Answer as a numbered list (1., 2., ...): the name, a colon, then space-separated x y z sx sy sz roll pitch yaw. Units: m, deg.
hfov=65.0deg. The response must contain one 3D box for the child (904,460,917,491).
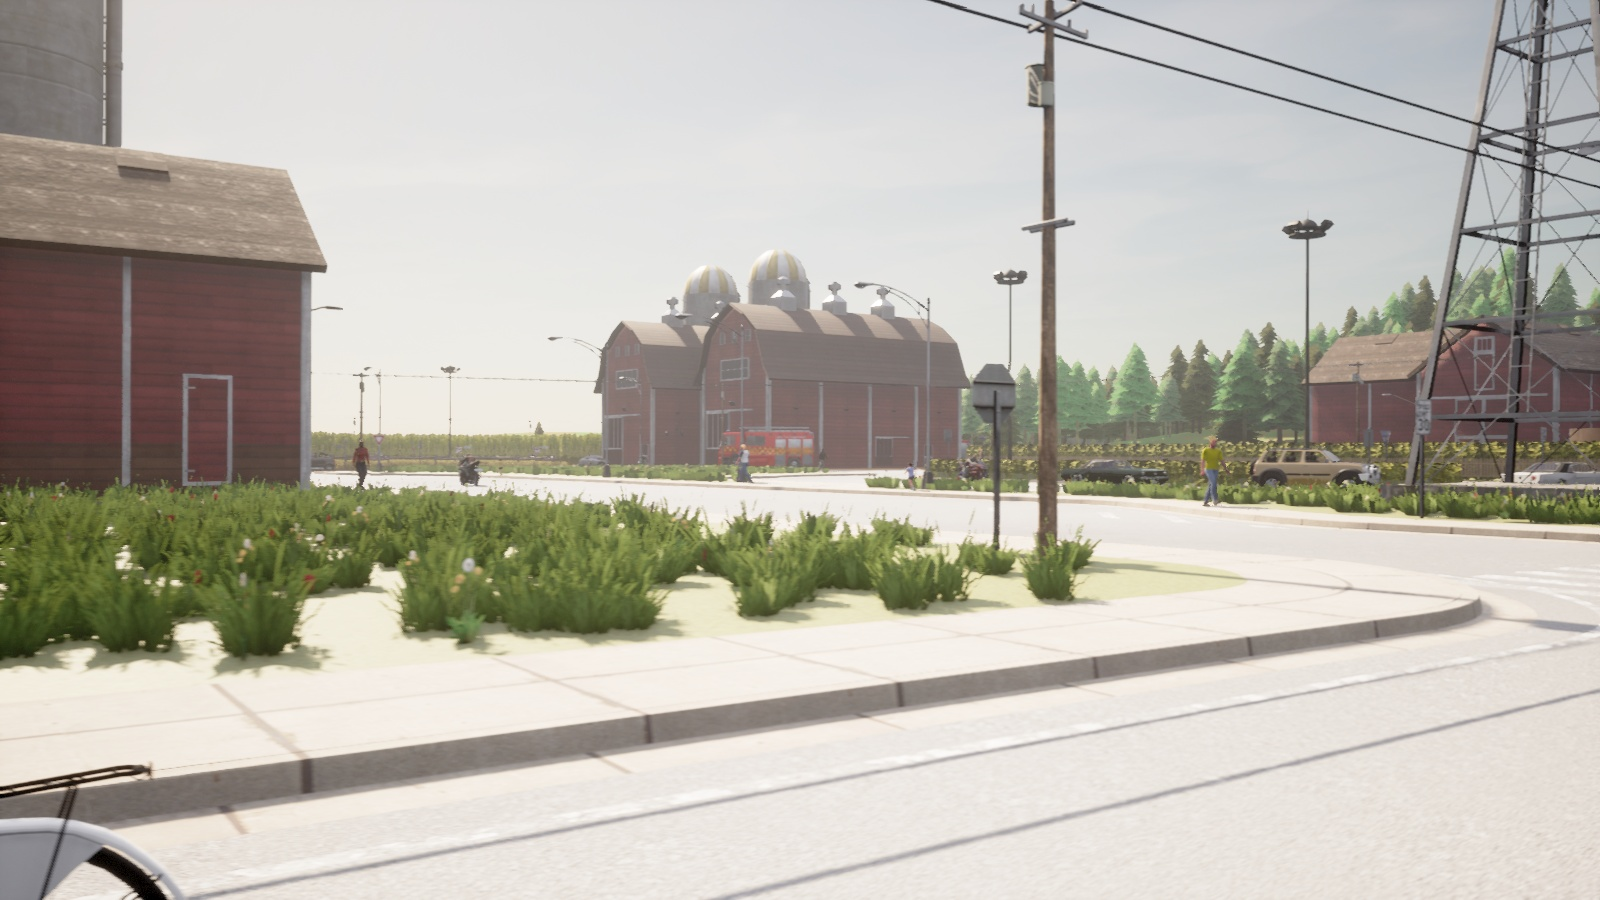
1. child: 4.034 0.929 45.880 0.255 1.110 0.394 0 0 -38

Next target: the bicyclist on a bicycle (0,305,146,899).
1. bicyclist on a bicycle: -2.199 0.624 2.140 1.843 1.776 0.659 0 0 -35

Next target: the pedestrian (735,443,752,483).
1. pedestrian: -2.584 0.591 57.216 0.706 1.836 0.354 0 0 33

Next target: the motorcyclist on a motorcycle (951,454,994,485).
1. motorcyclist on a motorcycle: 8.611 0.981 62.680 0.866 1.530 2.191 0 0 -36

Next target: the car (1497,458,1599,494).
1. car: 29.097 0.978 47.628 4.718 1.301 1.895 0 0 -17

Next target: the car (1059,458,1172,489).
1. car: 13.836 1.017 55.344 1.895 1.301 4.718 0 0 -35

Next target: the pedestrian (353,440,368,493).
1. pedestrian: -15.416 0.560 44.038 0.331 1.846 0.636 0 0 -35

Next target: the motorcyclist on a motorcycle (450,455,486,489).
1. motorcyclist on a motorcycle: -15.141 0.983 57.240 0.866 1.530 2.191 0 0 -36

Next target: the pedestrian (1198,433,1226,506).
1. pedestrian: 10.617 0.498 32.369 0.354 1.836 0.706 0 0 -15

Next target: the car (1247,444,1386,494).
1. car: 19.922 0.706 48.555 4.605 1.855 1.932 0 0 38
